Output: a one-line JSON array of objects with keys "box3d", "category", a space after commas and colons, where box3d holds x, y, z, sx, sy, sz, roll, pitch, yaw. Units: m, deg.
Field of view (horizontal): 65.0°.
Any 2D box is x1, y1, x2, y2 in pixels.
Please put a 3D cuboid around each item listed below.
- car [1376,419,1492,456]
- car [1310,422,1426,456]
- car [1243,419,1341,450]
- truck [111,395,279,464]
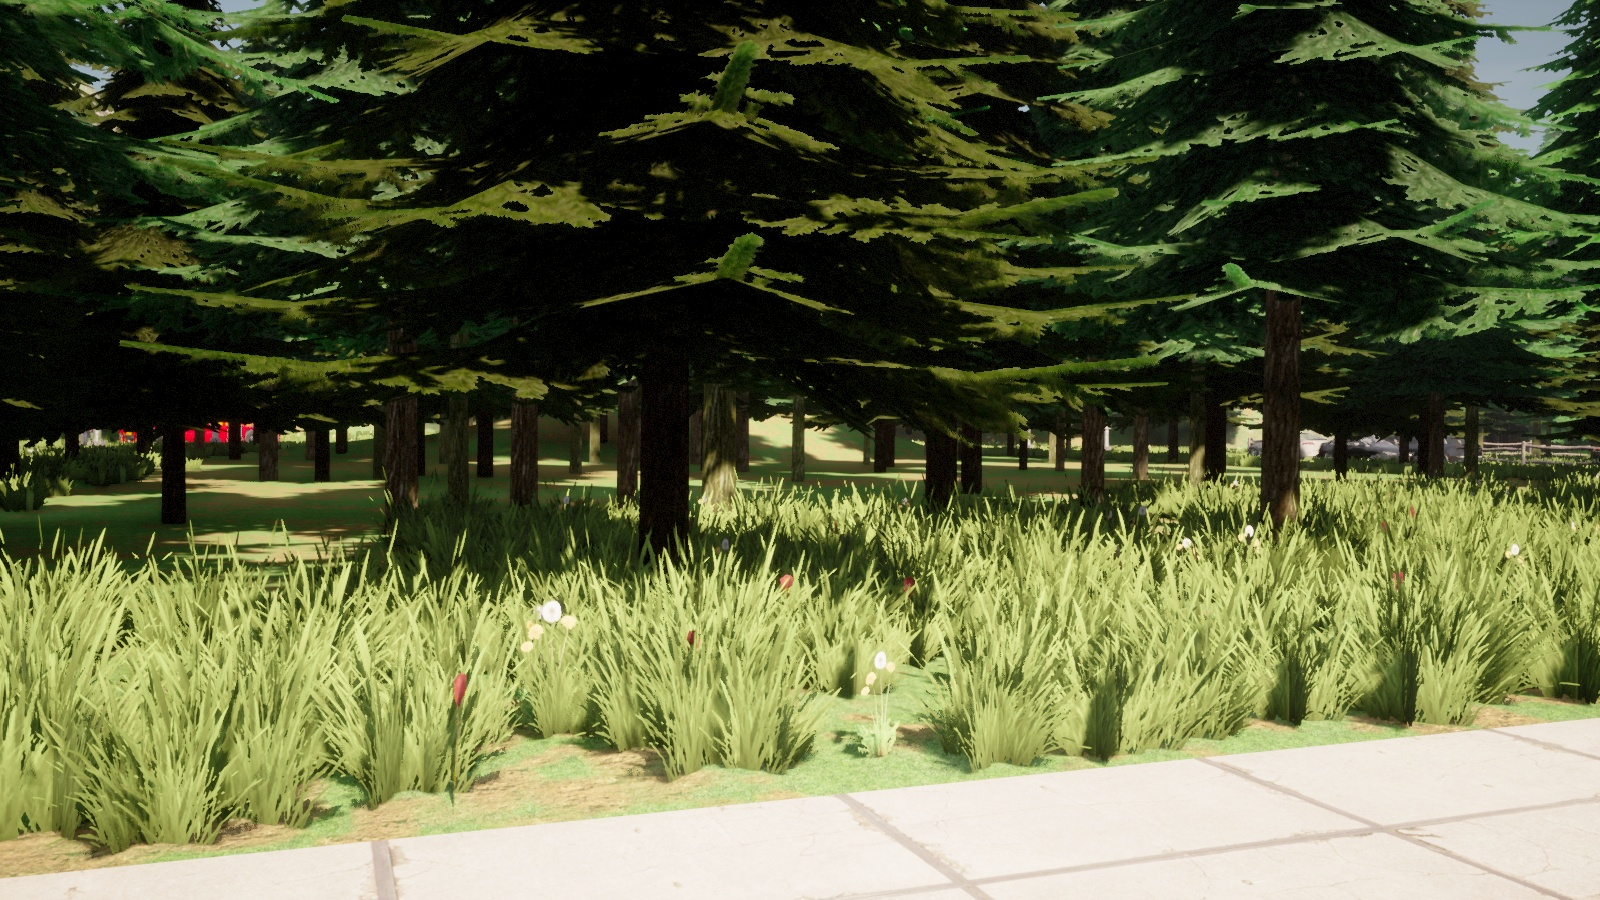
[{"box3d": [29.944, -0.590, 59.509, 2.033, 1.649, 4.856, -1, 1, -20], "category": "car"}, {"box3d": [26.501, -0.515, 58.752, 2.128, 1.511, 4.902, -1, 1, -20], "category": "car"}, {"box3d": [26.747, -0.852, 68.436, 2.152, 1.651, 5.027, -1, 1, -20], "category": "car"}, {"box3d": [-35.417, -1.213, 73.895, 2.891, 3.827, 8.468, 0, 1, 37], "category": "truck"}]
